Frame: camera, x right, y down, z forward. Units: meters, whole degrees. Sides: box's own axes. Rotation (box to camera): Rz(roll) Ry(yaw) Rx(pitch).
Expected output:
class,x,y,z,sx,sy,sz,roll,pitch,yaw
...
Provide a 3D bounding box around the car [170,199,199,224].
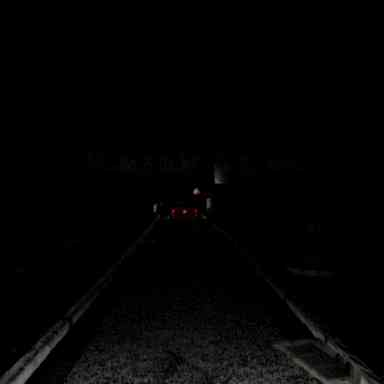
class,x,y,z,sx,sy,sz,roll,pitch,yaw
car,-0.618,1.377,25.166,2.097,1.767,4.553,0,0,-3

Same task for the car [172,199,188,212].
class,x,y,z,sx,sy,sz,roll,pitch,yaw
car,-1.632,1.679,42.435,1.882,1.535,5.008,0,-1,-4
